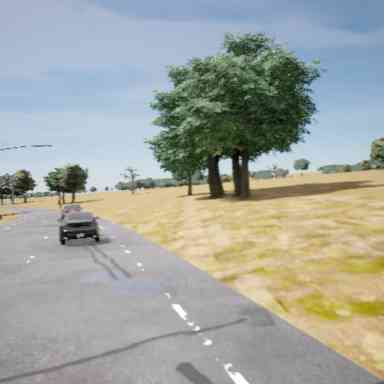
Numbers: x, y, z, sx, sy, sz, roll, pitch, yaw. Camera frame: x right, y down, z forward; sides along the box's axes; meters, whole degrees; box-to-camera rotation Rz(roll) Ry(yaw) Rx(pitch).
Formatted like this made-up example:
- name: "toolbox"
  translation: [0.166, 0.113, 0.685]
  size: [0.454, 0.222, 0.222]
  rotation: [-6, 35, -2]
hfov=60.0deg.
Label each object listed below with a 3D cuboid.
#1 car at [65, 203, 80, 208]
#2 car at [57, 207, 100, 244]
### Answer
- name: "car"
  translation: [-12.663, 2.090, 35.198]
  size: [2.097, 1.767, 4.553]
  rotation: [-3, -1, -22]
- name: "car"
  translation: [-5.995, 1.787, 17.706]
  size: [1.837, 1.490, 4.892]
  rotation: [-3, 0, -20]
